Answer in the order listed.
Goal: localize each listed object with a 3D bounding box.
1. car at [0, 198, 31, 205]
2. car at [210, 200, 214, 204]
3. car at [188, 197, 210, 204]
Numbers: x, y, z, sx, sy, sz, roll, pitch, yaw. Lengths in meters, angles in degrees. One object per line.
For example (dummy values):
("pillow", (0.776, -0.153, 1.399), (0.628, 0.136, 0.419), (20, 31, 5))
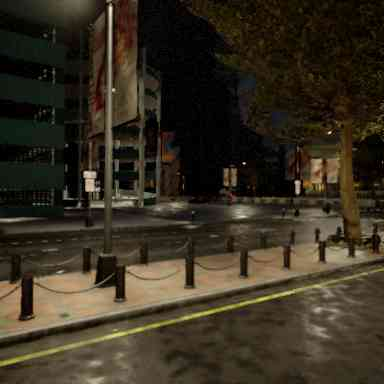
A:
("car", (-18.638, 1.362, 33.574), (4.674, 1.452, 2.002), (1, 0, -35))
("car", (2.690, 1.994, 75.499), (4.902, 1.511, 2.128), (0, 0, 41))
("car", (1.123, 1.988, 72.176), (1.994, 1.385, 4.181), (1, 0, -45))
